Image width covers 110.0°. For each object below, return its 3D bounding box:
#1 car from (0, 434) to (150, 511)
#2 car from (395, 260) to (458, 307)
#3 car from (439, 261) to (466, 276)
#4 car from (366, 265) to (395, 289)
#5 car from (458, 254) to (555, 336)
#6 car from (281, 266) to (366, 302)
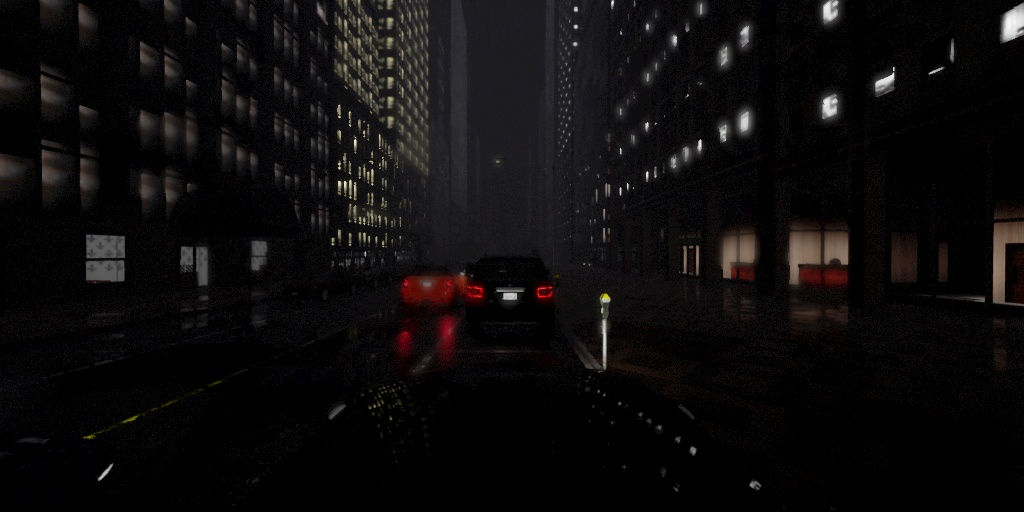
[{"bbox_3d":[-3.062,1.275,0.120,1.812,1.442,4.674,0,0,0],"label":"car"},{"bbox_3d":[-3.148,1.099,15.455,2.097,1.767,4.553,0,0,0],"label":"car"},{"bbox_3d":[-6.231,1.291,38.118,2.033,1.411,5.357,0,0,0],"label":"car"},{"bbox_3d":[-8.838,1.297,22.523,2.007,1.370,4.403,0,0,0],"label":"car"},{"bbox_3d":[-0.039,0.976,10.531,2.150,2.045,5.566,0,0,0],"label":"car"},{"bbox_3d":[-8.837,1.292,16.839,1.888,1.381,4.507,0,0,0],"label":"car"}]
